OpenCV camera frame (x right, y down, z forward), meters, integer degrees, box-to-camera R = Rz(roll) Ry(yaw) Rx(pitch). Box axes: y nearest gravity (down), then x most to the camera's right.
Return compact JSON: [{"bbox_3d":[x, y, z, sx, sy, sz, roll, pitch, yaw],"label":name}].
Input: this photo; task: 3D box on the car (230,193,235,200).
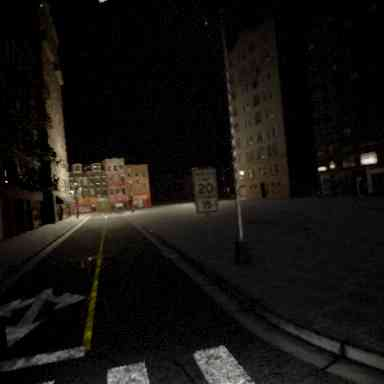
[{"bbox_3d":[11.447,0.866,79.234,4.553,1.767,2.097,-5,-1,-23],"label":"car"}]
